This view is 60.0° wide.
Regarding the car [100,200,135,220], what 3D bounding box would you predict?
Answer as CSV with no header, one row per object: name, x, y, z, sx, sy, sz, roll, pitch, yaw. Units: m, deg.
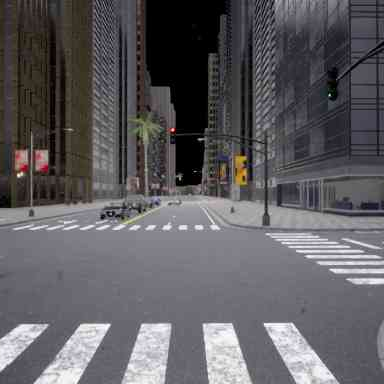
car,-6.631,1.628,29.128,1.994,1.385,4.181,0,0,0

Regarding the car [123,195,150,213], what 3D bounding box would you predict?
car,-6.642,1.314,38.452,2.150,2.045,5.566,0,0,0

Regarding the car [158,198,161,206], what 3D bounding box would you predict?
car,-6.613,1.653,58.520,1.882,1.535,5.008,0,0,0

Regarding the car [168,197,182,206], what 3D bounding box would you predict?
car,-3.218,1.782,59.798,1.895,1.301,4.718,0,0,0

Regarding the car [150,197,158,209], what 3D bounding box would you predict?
car,-6.645,1.483,48.380,2.097,1.767,4.553,0,0,0

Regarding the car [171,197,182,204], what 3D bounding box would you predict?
car,-3.228,1.789,69.693,1.994,1.385,4.181,0,0,0
